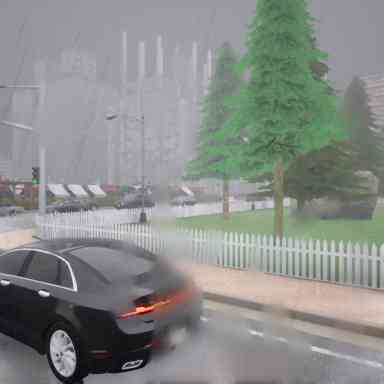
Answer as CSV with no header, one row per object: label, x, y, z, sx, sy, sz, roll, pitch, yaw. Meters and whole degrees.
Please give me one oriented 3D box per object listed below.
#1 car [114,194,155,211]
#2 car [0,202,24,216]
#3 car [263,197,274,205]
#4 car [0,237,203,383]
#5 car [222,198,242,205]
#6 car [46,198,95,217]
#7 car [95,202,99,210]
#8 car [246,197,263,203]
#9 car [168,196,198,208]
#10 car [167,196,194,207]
car,-6.804,1.221,40.240,2.150,2.045,5.566,0,0,34
car,-17.970,1.601,30.006,1.895,1.301,4.718,0,0,36
car,14.987,1.564,59.794,1.994,1.385,4.181,0,0,34
car,-2.121,1.505,5.440,4.892,1.490,1.837,0,0,36
car,6.403,1.526,53.270,1.812,1.442,4.674,0,0,34
car,-12.276,1.491,32.092,2.128,1.511,4.902,0,0,34
car,-12.835,1.478,37.538,1.882,1.535,5.008,0,0,34
car,11.889,1.221,61.459,2.150,2.045,5.566,0,0,34
car,-1.101,1.352,48.703,2.097,1.767,4.553,0,0,34
car,-1.834,1.505,53.865,1.837,1.490,4.892,0,0,34
